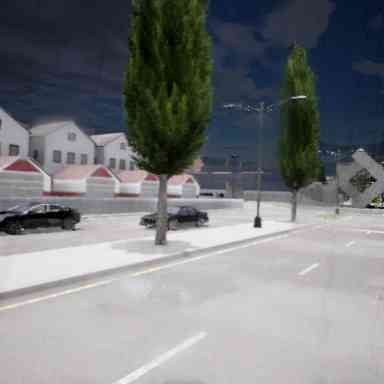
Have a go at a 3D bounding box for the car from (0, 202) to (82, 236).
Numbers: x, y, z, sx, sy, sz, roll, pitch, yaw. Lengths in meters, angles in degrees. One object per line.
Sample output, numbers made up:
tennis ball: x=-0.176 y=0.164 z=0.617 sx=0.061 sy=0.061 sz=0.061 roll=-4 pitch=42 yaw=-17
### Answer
car: x=-8.015 y=1.259 z=16.981 sx=2.128 sy=1.511 sz=4.902 roll=2 pitch=0 yaw=35

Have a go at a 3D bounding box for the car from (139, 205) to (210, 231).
car: x=-0.911 y=1.571 z=21.093 sx=2.033 sy=1.411 sz=5.357 roll=2 pitch=0 yaw=35
